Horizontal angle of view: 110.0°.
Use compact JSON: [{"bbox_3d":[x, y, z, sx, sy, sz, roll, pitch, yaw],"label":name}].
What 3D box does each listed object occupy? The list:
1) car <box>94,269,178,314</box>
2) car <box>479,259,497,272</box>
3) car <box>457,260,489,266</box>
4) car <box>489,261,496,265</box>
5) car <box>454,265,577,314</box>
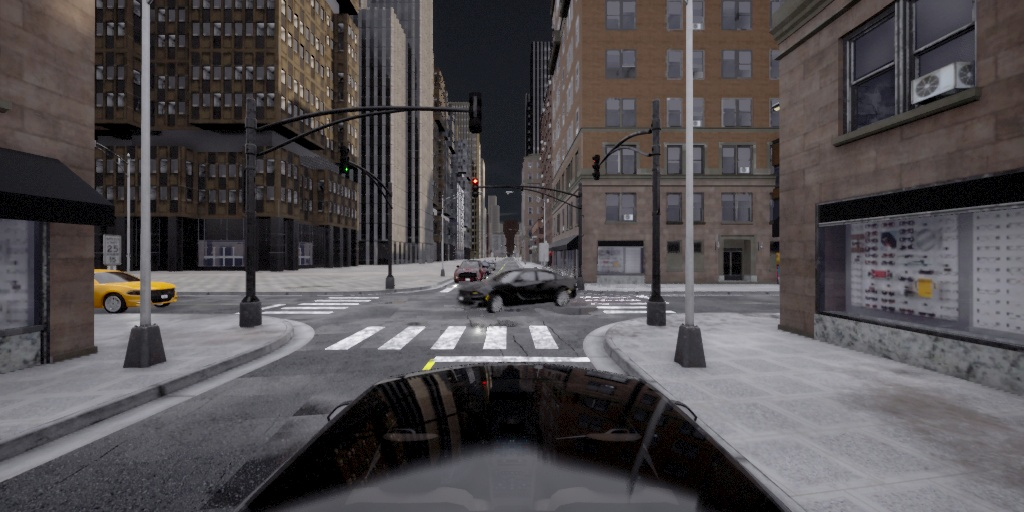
[{"bbox_3d":[-15.368,1.232,13.261,5.008,1.535,1.882,0,0,0],"label":"car"},{"bbox_3d":[-3.183,1.243,48.505,2.128,1.511,4.902,0,0,0],"label":"car"},{"bbox_3d":[-3.156,1.103,27.828,2.097,1.767,4.553,0,0,0],"label":"car"},{"bbox_3d":[-3.171,1.299,38.087,2.033,1.411,5.357,0,0,0],"label":"car"},{"bbox_3d":[0.277,1.228,13.949,5.008,1.535,1.882,0,-1,-34],"label":"car"}]
